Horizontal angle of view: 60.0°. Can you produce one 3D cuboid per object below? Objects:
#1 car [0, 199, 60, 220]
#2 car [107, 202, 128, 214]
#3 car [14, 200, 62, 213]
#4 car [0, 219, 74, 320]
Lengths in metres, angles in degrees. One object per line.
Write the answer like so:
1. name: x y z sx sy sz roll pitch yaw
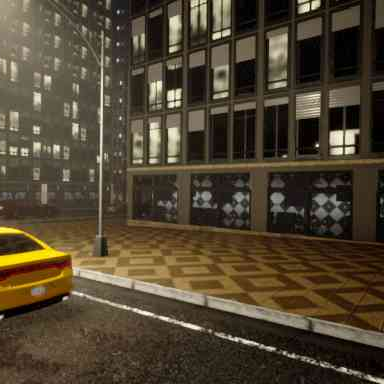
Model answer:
1. car: -14.399 1.518 29.607 2.192 1.841 5.009 1 0 36
2. car: -7.629 1.829 38.839 1.752 1.417 4.829 1 0 36
3. car: -17.924 1.641 38.972 1.752 1.417 4.829 1 0 36
4. car: -4.552 1.474 6.898 5.008 1.535 1.882 0 0 35
